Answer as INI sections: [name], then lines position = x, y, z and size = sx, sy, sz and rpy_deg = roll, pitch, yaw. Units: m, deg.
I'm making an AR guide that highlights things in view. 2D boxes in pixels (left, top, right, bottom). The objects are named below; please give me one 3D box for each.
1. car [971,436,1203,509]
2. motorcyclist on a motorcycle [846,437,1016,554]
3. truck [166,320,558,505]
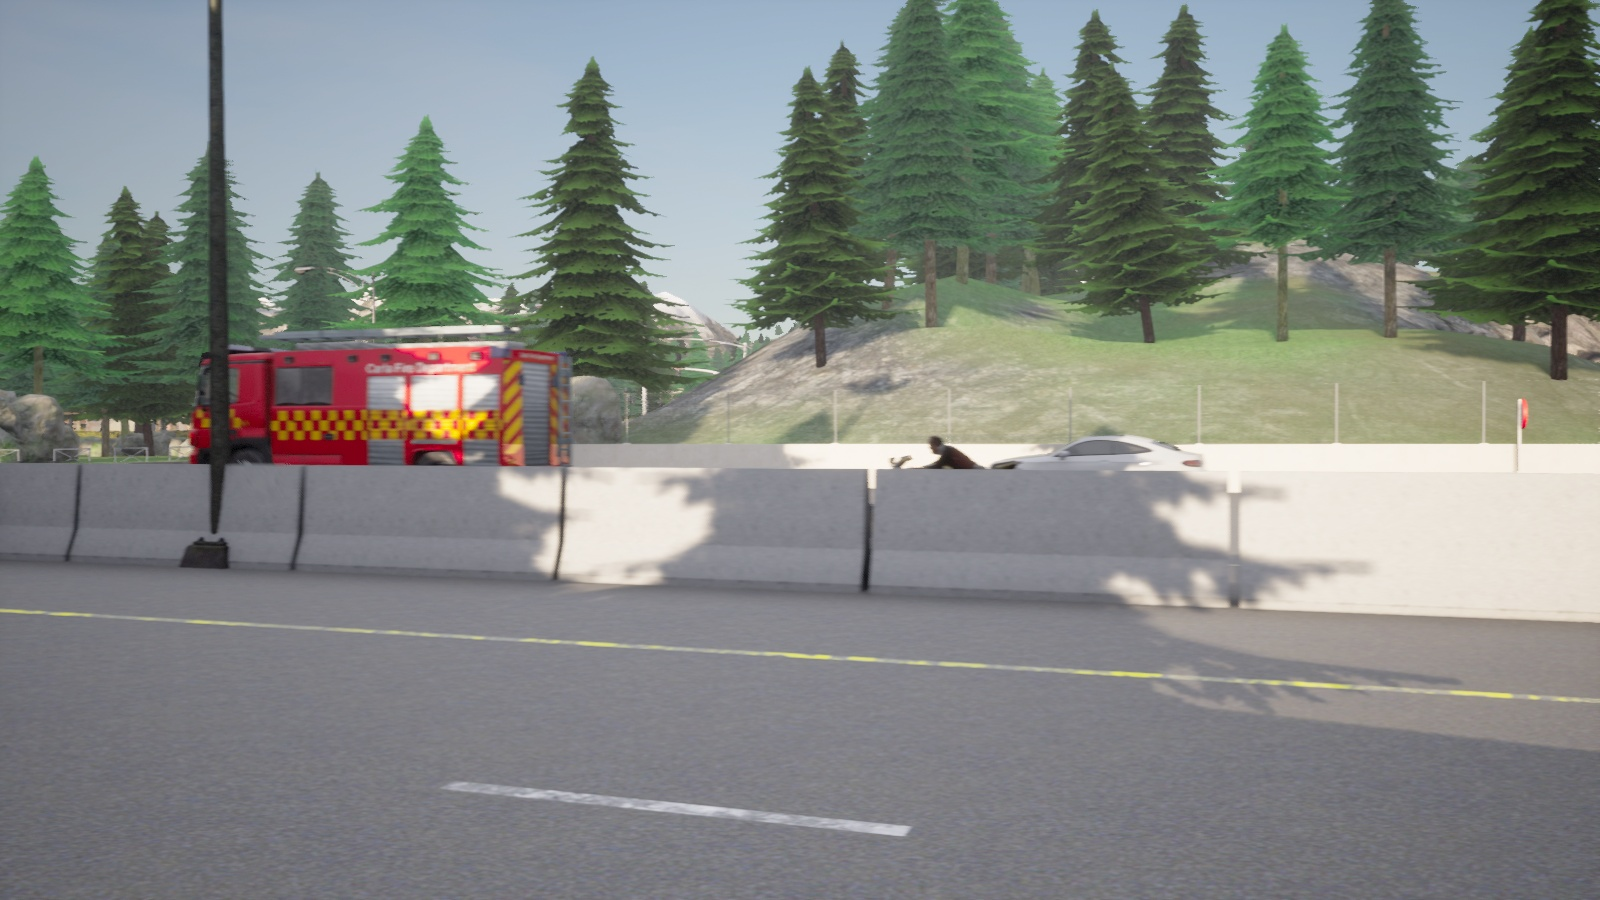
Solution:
[car]
position = 6.169, 0.444, 26.965
size = 4.674, 1.442, 1.812
rpy_deg = 1, 1, 19
[motorcyclist on a motorcycle]
position = 1.809, 0.590, 17.355
size = 2.191, 1.530, 0.866
rpy_deg = 1, 1, 19
[truck]
position = -10.000, -0.835, 28.695
size = 8.468, 3.827, 2.891
rpy_deg = 1, 1, 19
